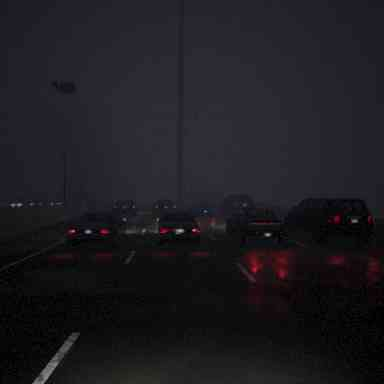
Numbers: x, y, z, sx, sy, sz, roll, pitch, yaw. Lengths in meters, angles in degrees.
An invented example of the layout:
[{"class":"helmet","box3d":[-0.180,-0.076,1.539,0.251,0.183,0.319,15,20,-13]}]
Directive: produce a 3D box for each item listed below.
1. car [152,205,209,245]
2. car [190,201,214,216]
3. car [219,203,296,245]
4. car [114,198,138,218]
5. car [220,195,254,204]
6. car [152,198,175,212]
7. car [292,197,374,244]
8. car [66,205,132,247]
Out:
[{"class":"car","box3d":[-0.660,1.563,15.413,2.033,1.411,5.357,0,0,-5]},{"class":"car","box3d":[0.824,1.533,31.597,1.812,1.442,4.674,0,0,-10]},{"class":"car","box3d":[2.828,1.495,15.705,2.128,1.511,4.902,0,0,-5]},{"class":"car","box3d":[-6.074,1.366,30.403,2.097,1.767,4.553,0,0,-10]},{"class":"car","box3d":[4.270,1.258,32.209,2.150,2.045,5.566,0,0,-10]},{"class":"car","box3d":[-2.623,1.366,30.985,2.097,1.767,4.553,0,0,-10]},{"class":"car","box3d":[6.313,1.258,16.028,2.150,2.045,5.566,0,0,-5]},{"class":"car","box3d":[-4.148,1.563,15.120,2.033,1.411,5.357,0,0,-5]}]
